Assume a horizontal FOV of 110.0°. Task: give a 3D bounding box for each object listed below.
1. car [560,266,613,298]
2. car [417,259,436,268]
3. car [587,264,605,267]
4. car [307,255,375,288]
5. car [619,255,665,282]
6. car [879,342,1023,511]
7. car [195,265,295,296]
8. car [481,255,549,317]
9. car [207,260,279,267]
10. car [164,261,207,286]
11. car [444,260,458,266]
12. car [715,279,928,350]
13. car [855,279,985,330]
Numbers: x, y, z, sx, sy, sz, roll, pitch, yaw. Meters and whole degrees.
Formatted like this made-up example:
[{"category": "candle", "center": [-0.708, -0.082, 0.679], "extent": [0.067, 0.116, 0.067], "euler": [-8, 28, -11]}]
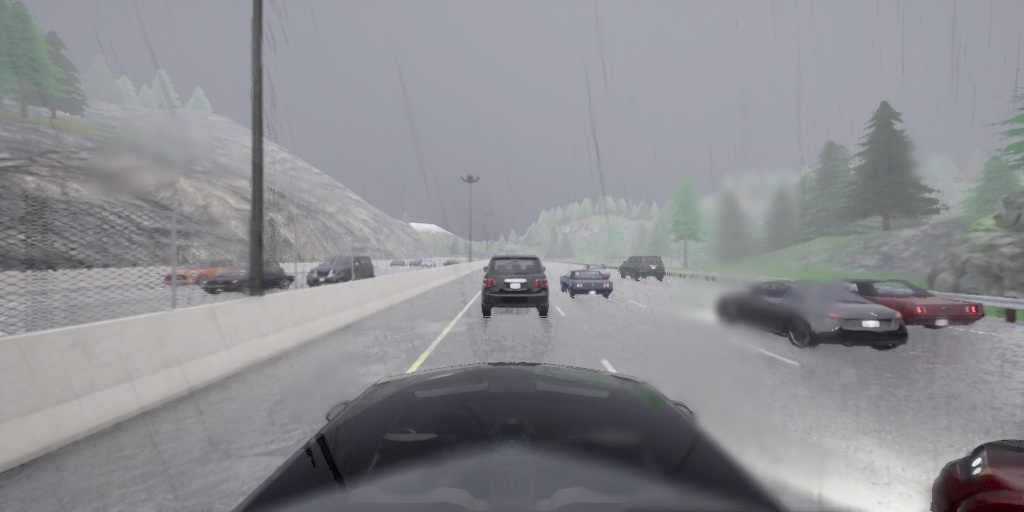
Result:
[{"category": "car", "center": [3.598, 1.349, 18.234], "extent": [1.895, 1.301, 4.718], "euler": [0, 0, 0]}, {"category": "car", "center": [-14.049, 1.268, 60.421], "extent": [1.812, 1.442, 4.674], "euler": [0, 0, 1]}, {"category": "car", "center": [7.096, 1.347, 31.176], "extent": [1.895, 1.301, 4.718], "euler": [0, 0, 0]}, {"category": "car", "center": [-10.602, 0.971, 22.775], "extent": [2.150, 2.045, 5.566], "euler": [0, 0, 0]}, {"category": "car", "center": [10.595, 0.968, 29.538], "extent": [2.150, 2.045, 5.566], "euler": [0, 0, 0]}, {"category": "car", "center": [3.597, 1.314, 0.435], "extent": [1.994, 1.385, 4.181], "euler": [0, 0, 0]}, {"category": "car", "center": [-14.103, 1.348, 19.527], "extent": [1.895, 1.301, 4.718], "euler": [0, 0, 0]}, {"category": "car", "center": [0.101, 0.970, 13.265], "extent": [2.150, 2.045, 5.566], "euler": [0, 0, 0]}, {"category": "car", "center": [-17.601, 1.099, 24.364], "extent": [2.097, 1.767, 4.553], "euler": [0, 0, 0]}, {"category": "car", "center": [-21.100, 1.099, 24.755], "extent": [2.097, 1.767, 4.553], "euler": [0, 0, 0]}, {"category": "car", "center": [-10.537, 1.343, 62.061], "extent": [1.895, 1.301, 4.718], "euler": [0, 0, 1]}, {"category": "car", "center": [7.098, 1.313, 9.105], "extent": [1.994, 1.385, 4.181], "euler": [0, 0, 0]}, {"category": "car", "center": [10.599, 1.350, 11.048], "extent": [1.895, 1.301, 4.718], "euler": [0, 0, 0]}]
